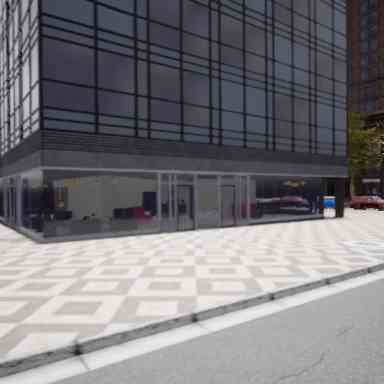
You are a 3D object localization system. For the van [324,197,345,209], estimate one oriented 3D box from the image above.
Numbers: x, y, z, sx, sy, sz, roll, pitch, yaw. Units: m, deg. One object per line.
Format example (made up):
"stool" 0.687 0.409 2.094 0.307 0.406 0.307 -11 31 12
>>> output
"van" 19.007 1.537 45.858 1.690 1.788 3.998 -2 0 -35

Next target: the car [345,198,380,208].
"car" 25.957 1.660 50.802 1.947 1.339 4.313 -2 0 -35

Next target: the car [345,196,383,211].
"car" 22.295 1.455 41.227 2.192 1.841 5.009 -2 0 -35
